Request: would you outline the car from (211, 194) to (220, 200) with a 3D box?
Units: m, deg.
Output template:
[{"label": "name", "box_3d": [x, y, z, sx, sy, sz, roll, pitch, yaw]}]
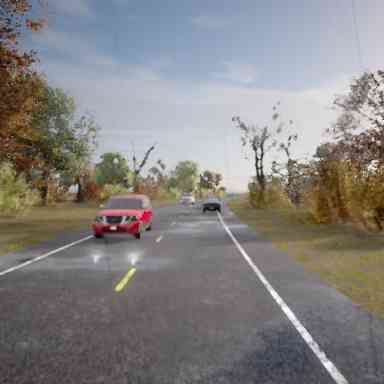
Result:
[{"label": "car", "box_3d": [6.256, 1.422, 88.010, 2.128, 1.511, 4.902, 0, 0, 9]}]

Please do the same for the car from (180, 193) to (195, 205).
[{"label": "car", "box_3d": [-0.776, 1.187, 58.062, 2.150, 2.045, 5.566, 0, 0, 6]}]

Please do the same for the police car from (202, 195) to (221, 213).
[{"label": "police car", "box_3d": [2.122, 1.385, 35.857, 1.930, 1.638, 5.238, 0, 0, 3]}]

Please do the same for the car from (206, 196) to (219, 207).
[{"label": "car", "box_3d": [3.250, 1.444, 51.636, 1.882, 1.535, 5.008, 0, 0, 5]}]

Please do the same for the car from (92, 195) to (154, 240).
[{"label": "car", "box_3d": [-3.328, 1.183, 17.175, 2.150, 2.045, 5.566, 0, 0, 2]}]

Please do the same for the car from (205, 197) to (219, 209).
[{"label": "car", "box_3d": [2.777, 1.439, 45.681, 1.882, 1.535, 5.008, 0, 0, 4]}]

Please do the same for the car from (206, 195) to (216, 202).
[{"label": "car", "box_3d": [3.921, 1.373, 69.671, 1.812, 1.442, 4.674, 0, 0, 7]}]
